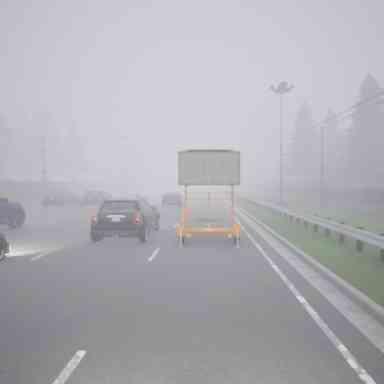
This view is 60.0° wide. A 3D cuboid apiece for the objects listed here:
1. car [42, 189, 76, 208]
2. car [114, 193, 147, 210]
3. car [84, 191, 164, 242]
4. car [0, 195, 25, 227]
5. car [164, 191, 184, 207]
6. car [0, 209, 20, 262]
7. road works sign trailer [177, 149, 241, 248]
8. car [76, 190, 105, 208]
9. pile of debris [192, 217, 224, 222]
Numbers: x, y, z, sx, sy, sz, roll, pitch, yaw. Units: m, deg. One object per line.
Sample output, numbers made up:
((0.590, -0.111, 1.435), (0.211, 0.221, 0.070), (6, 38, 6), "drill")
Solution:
((-12.422, 0.551, 31.834), (2.097, 1.767, 4.553), (0, 1, 3), "car")
((-5.482, 0.841, 30.308), (1.895, 1.301, 4.718), (0, 1, 3), "car")
((-2.685, 0.991, 14.300), (2.097, 1.767, 4.553), (0, 1, 3), "car")
((-9.678, 0.850, 14.612), (2.150, 2.045, 5.566), (0, 1, 3), "car")
((-1.850, 0.647, 33.242), (1.882, 1.535, 5.008), (0, 1, 3), "car")
((-6.459, 1.354, 8.167), (1.994, 1.385, 4.181), (0, 1, 3), "car")
((0.664, 0.137, 13.036), (2.380, 3.560, 2.880), (0, 1, 3), "road works sign trailer")
((-8.926, 0.557, 31.674), (2.097, 1.767, 4.553), (0, 1, 3), "car")
((0.972, 1.664, 20.070), (1.860, 0.140, 1.500), (0, 1, 3), "pile of debris")
